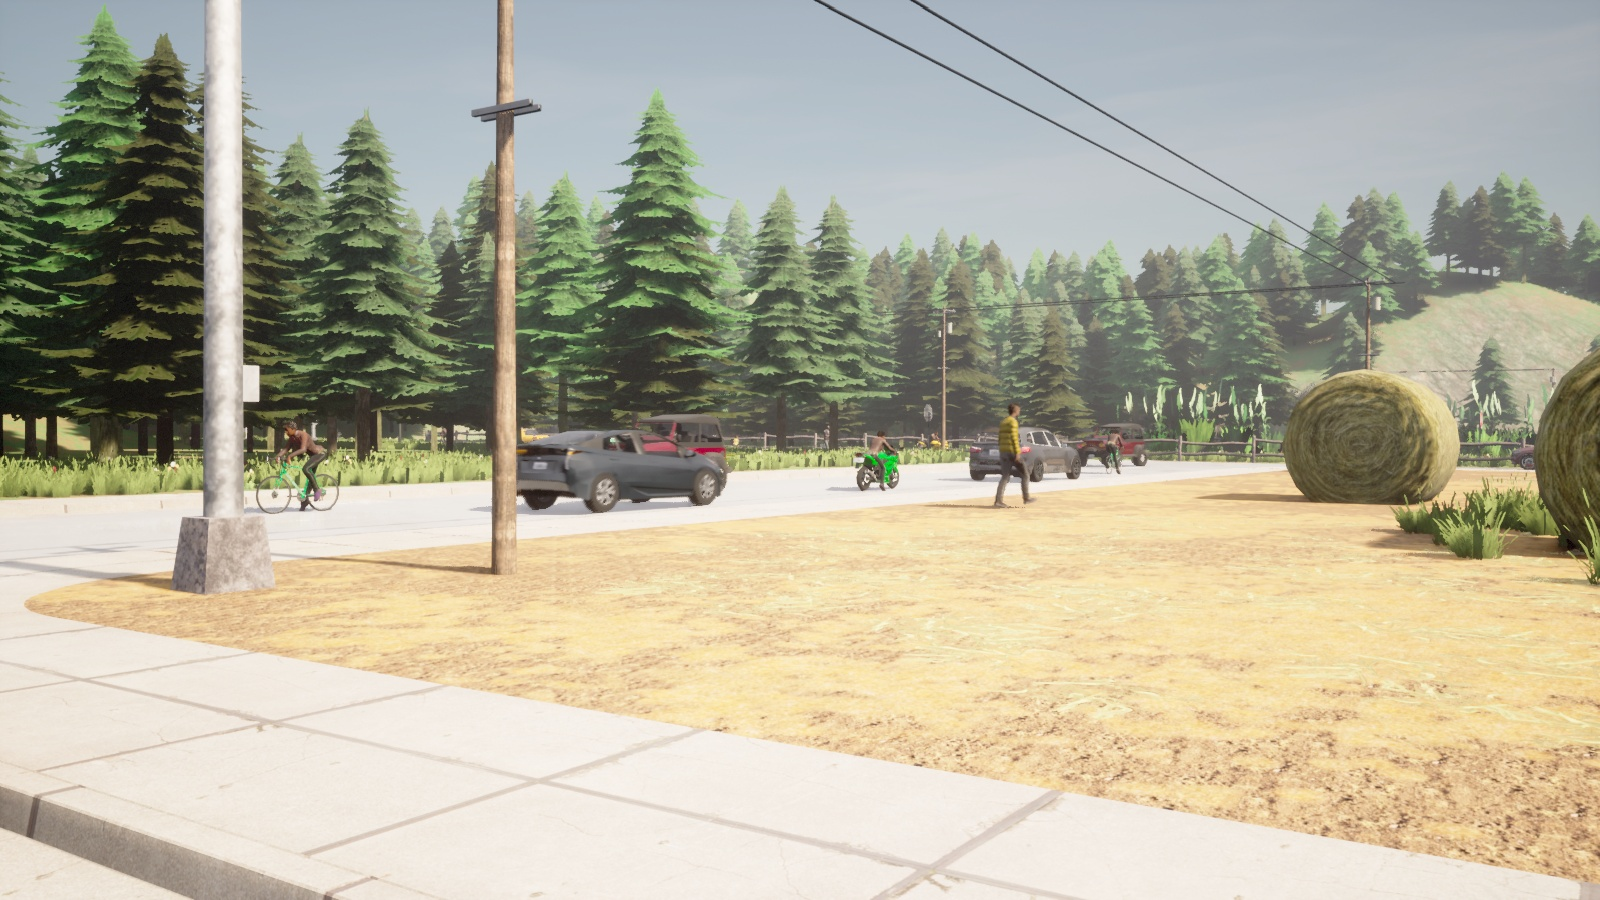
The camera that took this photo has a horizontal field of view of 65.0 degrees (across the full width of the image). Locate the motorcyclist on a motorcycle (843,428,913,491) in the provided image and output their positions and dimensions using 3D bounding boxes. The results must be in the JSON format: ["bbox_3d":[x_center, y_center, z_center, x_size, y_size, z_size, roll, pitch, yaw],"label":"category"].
[{"bbox_3d":[1.998,0.224,31.863,0.797,1.523,2.044,0,1,35],"label":"motorcyclist on a motorcycle"}]

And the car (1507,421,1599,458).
[{"bbox_3d":[31.696,-0.434,51.316,4.674,1.442,1.812,0,1,37],"label":"car"}]

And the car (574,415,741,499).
[{"bbox_3d":[-3.356,0.128,30.269,1.905,1.878,3.866,0,1,35],"label":"car"}]

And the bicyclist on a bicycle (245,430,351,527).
[{"bbox_3d":[-8.881,0.477,22.268,0.582,1.620,1.656,0,1,35],"label":"bicyclist on a bicycle"}]

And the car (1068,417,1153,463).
[{"bbox_3d":[13.517,-0.459,54.512,1.905,1.878,3.866,0,1,43],"label":"car"}]

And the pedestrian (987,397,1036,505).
[{"bbox_3d":[3.670,0.013,21.791,0.709,1.840,0.431,-1,1,-23],"label":"pedestrian"}]

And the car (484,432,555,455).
[{"bbox_3d":[-20.105,-0.477,89.933,5.366,1.575,1.801,0,1,36],"label":"car"}]

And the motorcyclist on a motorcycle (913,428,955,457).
[{"bbox_3d":[7.020,-0.400,65.785,2.044,1.523,0.797,0,1,37],"label":"motorcyclist on a motorcycle"}]

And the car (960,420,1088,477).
[{"bbox_3d":[7.063,-0.090,39.193,2.242,1.667,4.611,0,1,34],"label":"car"}]

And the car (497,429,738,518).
[{"bbox_3d":[-3.376,0.375,24.078,2.007,1.525,4.514,0,1,35],"label":"car"}]
